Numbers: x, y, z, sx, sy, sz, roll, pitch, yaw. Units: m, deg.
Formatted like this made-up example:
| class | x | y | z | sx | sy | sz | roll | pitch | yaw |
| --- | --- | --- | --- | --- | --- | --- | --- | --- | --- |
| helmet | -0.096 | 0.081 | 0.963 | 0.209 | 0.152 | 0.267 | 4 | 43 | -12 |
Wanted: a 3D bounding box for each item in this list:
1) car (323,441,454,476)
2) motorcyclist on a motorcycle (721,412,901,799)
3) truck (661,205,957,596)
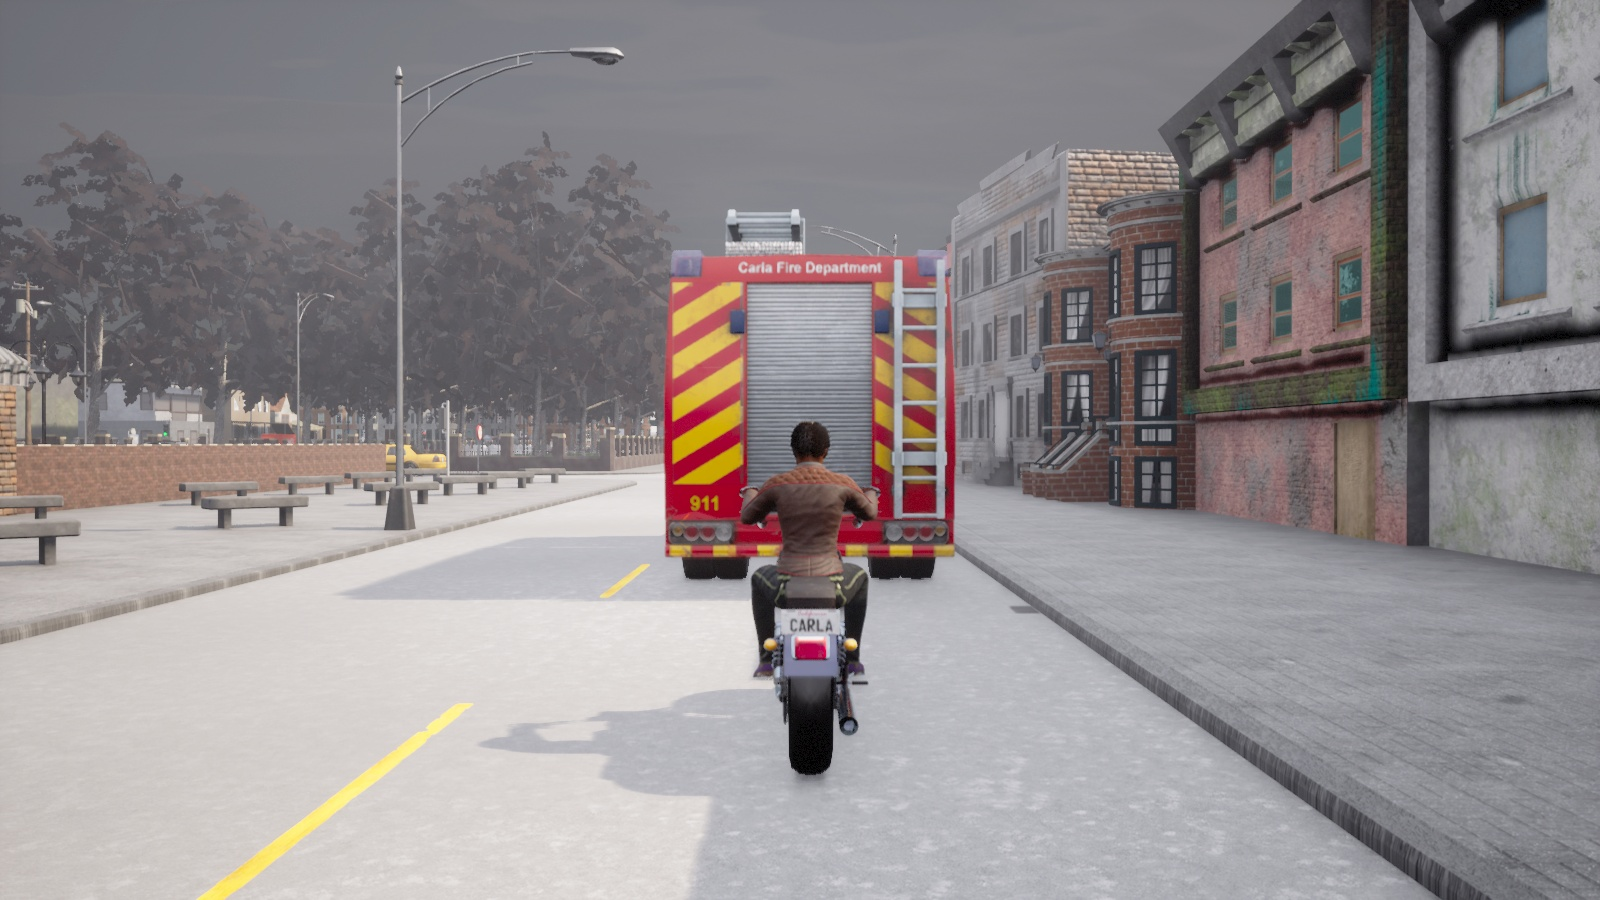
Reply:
| class | x | y | z | sx | sy | sz | roll | pitch | yaw |
| --- | --- | --- | --- | --- | --- | --- | --- | --- | --- |
| car | -18.589 | 0.380 | 56.913 | 5.366 | 1.575 | 1.801 | 0 | 0 | -2 |
| motorcyclist on a motorcycle | 0.052 | 0.664 | 6.531 | 0.766 | 1.649 | 2.350 | 0 | 0 | 0 |
| truck | 0.109 | -0.502 | 16.520 | 2.891 | 3.827 | 8.468 | 0 | 0 | 0 |
